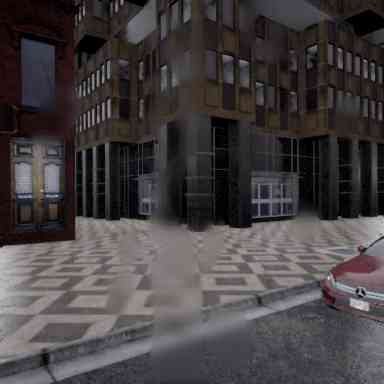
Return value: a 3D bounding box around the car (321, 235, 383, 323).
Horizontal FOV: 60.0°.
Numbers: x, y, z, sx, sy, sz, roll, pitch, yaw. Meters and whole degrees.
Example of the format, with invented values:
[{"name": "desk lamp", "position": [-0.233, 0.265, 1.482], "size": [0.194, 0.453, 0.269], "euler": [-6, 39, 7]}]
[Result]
[{"name": "car", "position": [4.546, 1.525, 6.626], "size": [4.674, 1.442, 1.812], "euler": [0, 0, -36]}]
